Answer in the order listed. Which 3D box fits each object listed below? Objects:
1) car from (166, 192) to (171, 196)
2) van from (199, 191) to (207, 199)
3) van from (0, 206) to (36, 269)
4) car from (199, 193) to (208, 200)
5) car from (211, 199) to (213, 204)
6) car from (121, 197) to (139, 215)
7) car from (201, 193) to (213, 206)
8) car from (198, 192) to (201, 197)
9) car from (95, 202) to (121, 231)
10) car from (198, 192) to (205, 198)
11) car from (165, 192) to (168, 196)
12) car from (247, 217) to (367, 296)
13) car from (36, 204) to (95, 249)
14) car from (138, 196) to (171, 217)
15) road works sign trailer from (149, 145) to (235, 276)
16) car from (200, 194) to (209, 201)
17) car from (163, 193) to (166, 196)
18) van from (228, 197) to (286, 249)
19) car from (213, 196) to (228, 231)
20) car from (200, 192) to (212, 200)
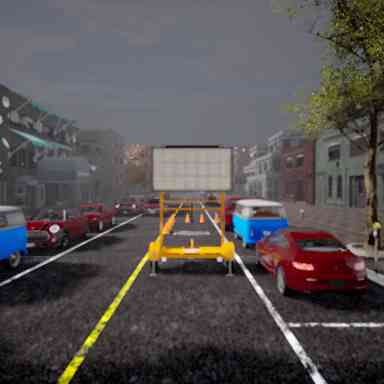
[{"bbox_3d":[-5.773,0.741,74.780,2.192,1.841,5.009,-1,0,0],"label":"car"},{"bbox_3d":[2.602,0.724,80.339,1.690,1.788,3.998,-1,0,0],"label":"van"},{"bbox_3d":[-5.703,1.278,8.202,1.690,1.788,3.998,-1,0,0],"label":"van"},{"bbox_3d":[2.610,0.950,74.963,1.752,1.417,4.829,-1,0,0],"label":"car"},{"bbox_3d":[2.663,1.392,24.860,1.802,1.307,4.206,-1,0,0],"label":"car"},{"bbox_3d":[-5.725,1.207,30.396,1.967,1.590,4.097,-1,0,0],"label":"car"},{"bbox_3d":[2.639,1.205,47.052,1.947,1.339,4.313,-1,0,0],"label":"car"},{"bbox_3d":[2.625,0.869,58.147,2.192,1.841,5.009,-1,0,0],"label":"car"},{"bbox_3d":[-5.712,1.397,19.300,1.887,1.381,4.507,-1,0,0],"label":"car"},{"bbox_3d":[2.592,0.821,91.607,1.752,1.417,4.829,-1,0,0],"label":"car"},{"bbox_3d":[-5.753,1.136,58.138,1.802,1.307,4.206,-1,0,0],"label":"car"},{"bbox_3d":[2.680,1.519,8.215,1.802,1.307,4.206,-1,0,0],"label":"car"},{"bbox_3d":[-5.707,1.335,13.751,1.967,1.590,4.097,-1,0,0],"label":"car"},{"bbox_3d":[-3.127,1.307,28.599,1.812,1.442,4.674,0,0,0],"label":"car"},{"bbox_3d":[0.002,0.387,10.032,2.380,3.560,2.880,0,0,0],"label":"road works sign trailer"},{"bbox_3d":[2.616,1.051,69.245,1.802,1.307,4.206,-1,0,0],"label":"car"},{"bbox_3d":[-5.748,1.148,52.589,2.008,1.369,4.403,-1,0,0],"label":"car"},{"bbox_3d":[2.672,1.236,13.761,1.690,1.788,3.998,-1,0,0],"label":"van"},{"bbox_3d":[2.667,1.167,19.309,2.192,1.841,5.009,-1,0,0],"label":"car"},{"bbox_3d":[2.634,1.121,52.769,1.752,1.417,4.829,-1,0,0],"label":"car"}]
